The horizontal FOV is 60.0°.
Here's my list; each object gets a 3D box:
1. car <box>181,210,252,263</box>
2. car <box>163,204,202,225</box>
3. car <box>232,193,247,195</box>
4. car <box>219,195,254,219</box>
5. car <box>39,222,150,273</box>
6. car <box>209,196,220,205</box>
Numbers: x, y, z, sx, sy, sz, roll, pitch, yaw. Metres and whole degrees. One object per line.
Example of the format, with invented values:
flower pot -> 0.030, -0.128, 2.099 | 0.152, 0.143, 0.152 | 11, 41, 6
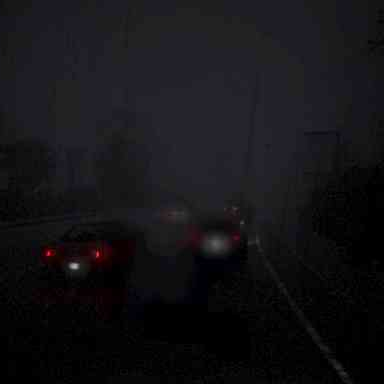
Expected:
car -> 0.997, 1.571, 12.126 | 1.994, 1.385, 4.181 | 0, 0, 8
car -> -0.496, 1.556, 24.126 | 2.033, 1.411, 5.357 | 0, 0, 14
car -> 7.682, 1.262, 55.542 | 2.150, 2.045, 5.566 | 0, 0, 29
car -> 3.821, 1.377, 26.738 | 2.097, 1.767, 4.553 | 0, 0, 15
car -> -2.735, 1.598, 10.646 | 1.895, 1.301, 4.718 | 0, 0, 7
car -> 4.647, 1.501, 57.249 | 1.882, 1.535, 5.008 | 0, 0, 29
